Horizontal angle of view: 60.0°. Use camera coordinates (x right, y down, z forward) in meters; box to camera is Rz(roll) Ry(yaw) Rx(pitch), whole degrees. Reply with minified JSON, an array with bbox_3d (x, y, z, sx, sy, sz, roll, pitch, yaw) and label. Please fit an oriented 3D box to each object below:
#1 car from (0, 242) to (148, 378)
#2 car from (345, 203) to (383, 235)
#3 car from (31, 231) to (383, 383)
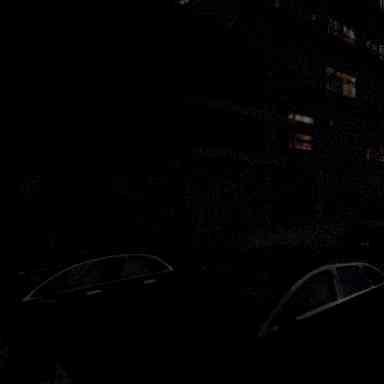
[{"bbox_3d":[-1.775,1.552,5.275,4.403,1.369,2.008,0,1,-35],"label":"car"},{"bbox_3d":[7.483,1.320,11.874,5.009,1.841,2.192,0,1,-35],"label":"car"},{"bbox_3d":[0.947,1.493,4.053,4.902,1.511,2.128,0,0,-35],"label":"car"}]
